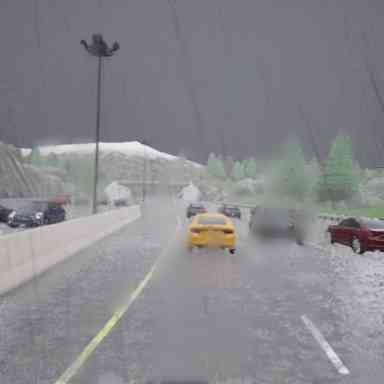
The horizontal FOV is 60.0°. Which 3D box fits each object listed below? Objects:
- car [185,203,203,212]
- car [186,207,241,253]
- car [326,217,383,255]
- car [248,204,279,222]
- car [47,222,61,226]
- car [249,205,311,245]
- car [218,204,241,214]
[{"bbox_3d":[0.366,1.951,35.220,2.128,1.511,4.902,2,-1,-4],"label":"car"},{"bbox_3d":[0.823,1.690,14.855,1.882,1.535,5.008,2,-1,2],"label":"car"},{"bbox_3d":[7.827,1.884,15.224,1.882,1.535,5.008,2,-1,2],"label":"car"},{"bbox_3d":[7.396,2.152,35.019,1.837,1.490,4.892,2,-1,-4],"label":"car"},{"bbox_3d":[-9.778,1.362,21.414,2.097,1.767,4.553,2,-1,-1],"label":"car"},{"bbox_3d":[4.377,1.699,17.778,2.097,1.767,4.553,2,-1,1],"label":"car"},{"bbox_3d":[3.880,2.046,35.169,2.128,1.511,4.902,2,-1,-4],"label":"car"}]
